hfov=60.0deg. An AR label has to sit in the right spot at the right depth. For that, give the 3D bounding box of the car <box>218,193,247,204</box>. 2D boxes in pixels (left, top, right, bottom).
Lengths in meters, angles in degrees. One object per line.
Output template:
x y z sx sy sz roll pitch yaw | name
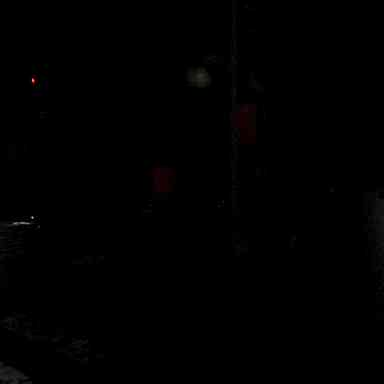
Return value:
5.564 0.812 44.893 2.033 1.411 5.357 0 1 35 | car

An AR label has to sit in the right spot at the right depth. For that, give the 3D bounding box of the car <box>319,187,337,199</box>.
24.948 0.107 61.049 2.150 2.045 5.566 0 1 35 | car

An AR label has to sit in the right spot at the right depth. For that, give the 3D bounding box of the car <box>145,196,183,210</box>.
-2.733 1.073 33.013 1.994 1.385 4.181 0 1 35 | car

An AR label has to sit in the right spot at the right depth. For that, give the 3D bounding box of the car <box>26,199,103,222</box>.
-8.988 1.249 24.050 2.033 1.411 5.357 0 1 35 | car

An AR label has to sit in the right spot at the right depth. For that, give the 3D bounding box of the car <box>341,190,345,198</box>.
28.200 0.379 60.022 1.837 1.490 4.892 0 1 34 | car
